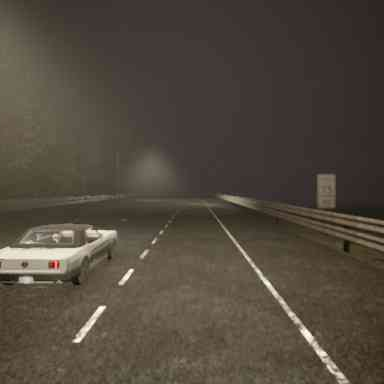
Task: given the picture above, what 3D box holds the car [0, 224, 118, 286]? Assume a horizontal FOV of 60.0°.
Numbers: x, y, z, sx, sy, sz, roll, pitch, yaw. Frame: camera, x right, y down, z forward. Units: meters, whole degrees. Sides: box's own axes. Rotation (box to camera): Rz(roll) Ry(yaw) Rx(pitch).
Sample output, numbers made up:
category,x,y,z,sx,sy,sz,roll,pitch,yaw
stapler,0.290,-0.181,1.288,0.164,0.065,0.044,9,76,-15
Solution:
category,x,y,z,sx,sy,sz,roll,pitch,yaw
car,-3.432,1.535,9.167,1.895,1.301,4.718,0,0,0
